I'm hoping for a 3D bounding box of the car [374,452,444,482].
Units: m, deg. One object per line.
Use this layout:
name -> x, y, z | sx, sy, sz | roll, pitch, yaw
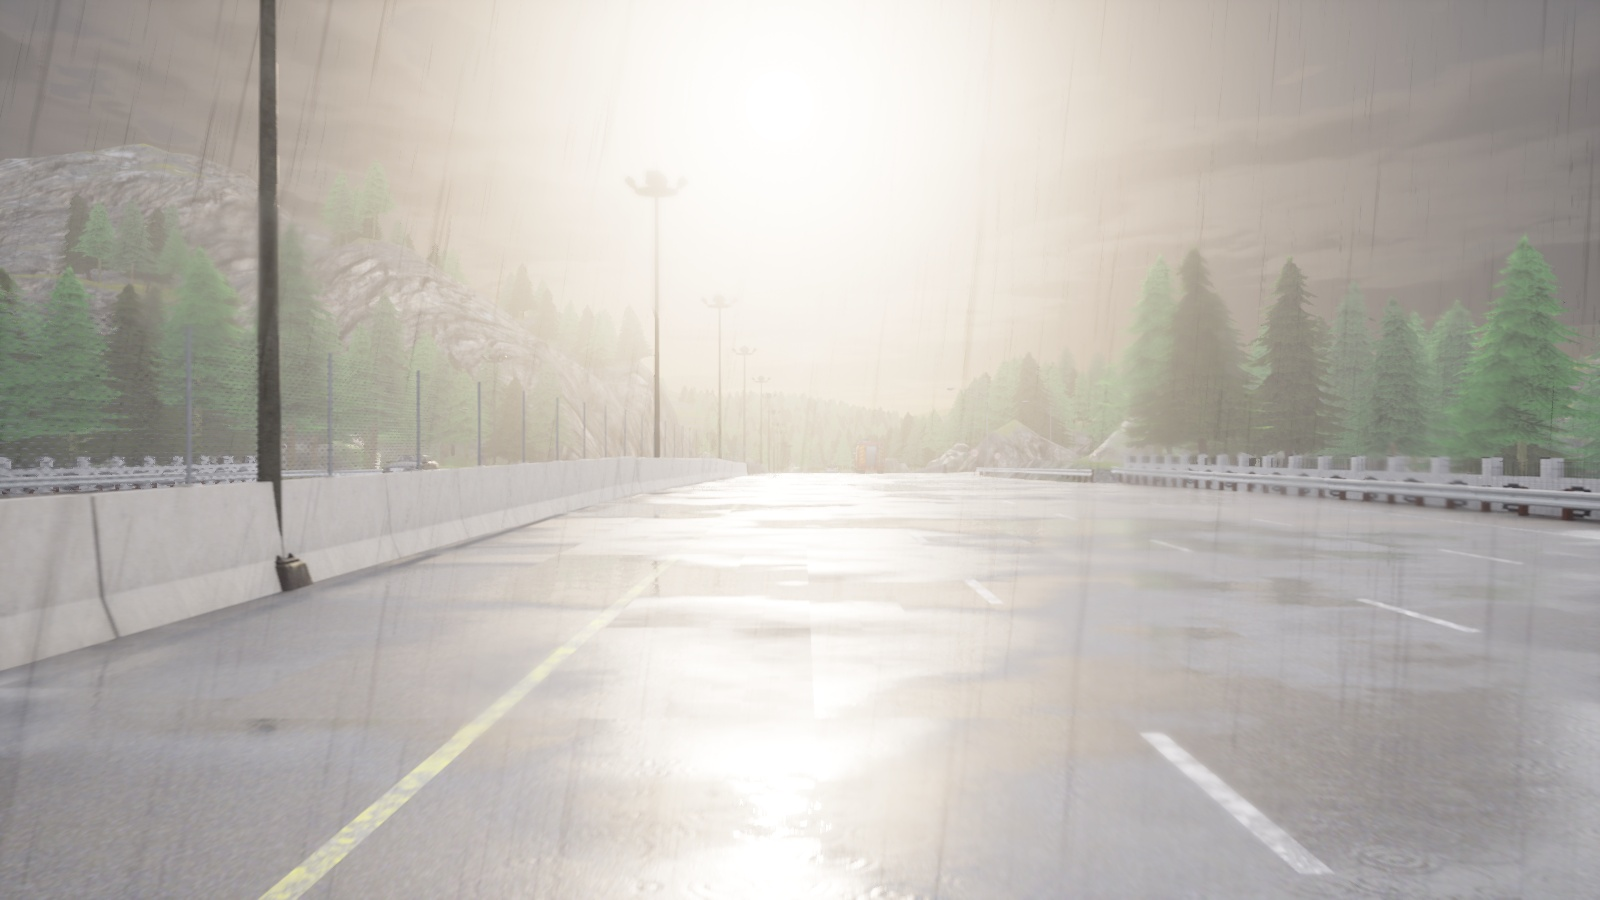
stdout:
car -> -20.608, 0.897, 66.452 | 2.128, 1.511, 4.902 | 0, -1, 0
